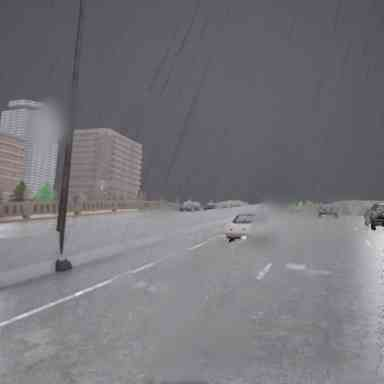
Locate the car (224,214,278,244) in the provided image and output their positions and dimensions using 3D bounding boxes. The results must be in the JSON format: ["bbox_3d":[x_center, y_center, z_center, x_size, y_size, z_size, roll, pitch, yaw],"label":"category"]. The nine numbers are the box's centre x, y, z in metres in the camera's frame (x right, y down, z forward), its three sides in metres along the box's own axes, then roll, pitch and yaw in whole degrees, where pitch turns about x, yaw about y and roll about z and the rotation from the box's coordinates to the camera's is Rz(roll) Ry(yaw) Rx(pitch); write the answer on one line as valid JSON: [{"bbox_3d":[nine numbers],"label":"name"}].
[{"bbox_3d":[3.159,1.731,16.734,1.895,1.301,4.718,0,0,22],"label":"car"}]

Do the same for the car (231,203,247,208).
[{"bbox_3d":[6.437,2.128,43.862,1.994,1.385,4.181,0,-3,22],"label":"car"}]

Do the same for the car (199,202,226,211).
[{"bbox_3d":[3.193,2.100,45.175,2.033,1.411,5.357,0,-3,22],"label":"car"}]

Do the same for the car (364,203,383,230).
[{"bbox_3d":[13.053,1.551,22.558,2.097,1.767,4.553,0,0,22],"label":"car"}]

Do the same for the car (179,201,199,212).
[{"bbox_3d":[-0.160,2.052,46.226,1.837,1.490,4.892,0,-3,22],"label":"car"}]

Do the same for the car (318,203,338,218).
[{"bbox_3d":[14.168,1.884,34.688,2.033,1.411,5.357,0,-2,22],"label":"car"}]
